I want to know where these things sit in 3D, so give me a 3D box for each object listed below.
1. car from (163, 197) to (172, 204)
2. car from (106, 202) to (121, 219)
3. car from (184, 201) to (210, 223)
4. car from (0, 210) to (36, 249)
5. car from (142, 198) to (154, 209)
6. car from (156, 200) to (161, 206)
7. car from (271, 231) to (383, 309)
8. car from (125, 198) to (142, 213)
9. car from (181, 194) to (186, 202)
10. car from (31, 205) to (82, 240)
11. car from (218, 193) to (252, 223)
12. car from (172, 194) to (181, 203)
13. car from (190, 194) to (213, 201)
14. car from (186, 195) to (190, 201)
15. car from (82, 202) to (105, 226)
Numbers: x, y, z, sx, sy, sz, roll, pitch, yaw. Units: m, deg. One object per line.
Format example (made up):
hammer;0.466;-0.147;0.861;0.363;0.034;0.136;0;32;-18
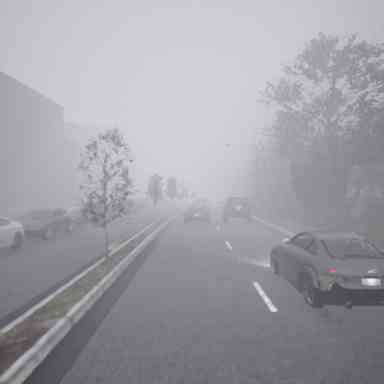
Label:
car;-6.098;1.694;67.463;1.946;1.575;5.366;0;0;7
car;-7.830;1.622;28.872;2.231;1.521;4.892;0;0;0
car;0.425;1.707;26.847;1.994;1.385;4.181;0;0;2
car;-7.947;1.591;12.229;2.002;1.452;4.674;0;0;0
car;-7.496;1.704;49.460;2.163;1.488;4.792;0;0;3
car;-7.077;1.681;56.489;1.946;1.575;5.366;0;0;5
car;3.263;1.614;8.048;1.994;1.385;4.181;0;0;0
car;-7.752;1.655;39.865;2.097;1.535;5.008;0;0;1
car;-3.779;1.456;84.174;2.435;2.045;5.566;0;0;10
car;-7.907;1.606;17.745;2.163;1.488;4.792;0;0;0
car;3.605;1.372;27.632;2.150;2.045;5.566;0;0;2
car;-4.666;1.709;78.698;2.231;1.521;4.892;0;0;9
car;1.239;1.552;42.226;2.097;1.767;4.553;0;0;4
car;-2.843;1.698;89.503;1.946;1.575;5.366;0;0;11
car;-7.869;1.640;23.322;2.002;1.452;4.674;0;0;0
